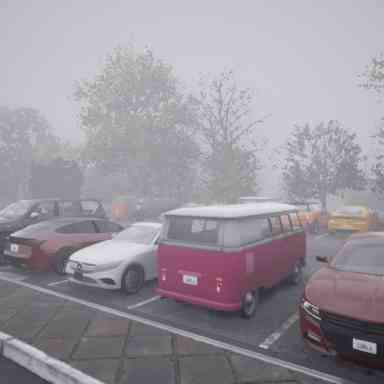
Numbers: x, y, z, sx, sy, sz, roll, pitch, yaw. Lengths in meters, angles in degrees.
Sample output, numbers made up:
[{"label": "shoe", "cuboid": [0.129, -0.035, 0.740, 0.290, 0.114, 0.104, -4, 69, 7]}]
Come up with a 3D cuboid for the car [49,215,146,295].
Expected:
[{"label": "car", "cuboid": [-1.091, 1.533, 9.057, 2.002, 1.452, 4.674, 0, 0, 36]}]

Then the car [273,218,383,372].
[{"label": "car", "cuboid": [3.423, 1.486, 5.823, 2.097, 1.535, 5.008, 0, 0, 36]}]

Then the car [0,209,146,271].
[{"label": "car", "cuboid": [-3.330, 1.527, 10.696, 2.163, 1.488, 4.792, 0, 0, 36]}]

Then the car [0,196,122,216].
[{"label": "car", "cuboid": [-5.620, 1.249, 12.268, 2.435, 2.045, 5.566, 0, 0, 36]}]

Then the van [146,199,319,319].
[{"label": "van", "cuboid": [1.232, 1.264, 7.532, 1.878, 1.987, 4.442, 0, 0, 36]}]

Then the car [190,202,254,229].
[{"label": "car", "cuboid": [2.187, 1.501, 22.792, 2.231, 1.521, 4.892, 0, 0, 36]}]

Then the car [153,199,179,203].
[{"label": "car", "cuboid": [-0.166, 1.503, 24.259, 1.946, 1.575, 5.366, 0, 0, 36]}]

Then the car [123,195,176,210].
[{"label": "car", "cuboid": [-2.292, 1.264, 26.047, 2.435, 2.045, 5.566, -1, 0, 36]}]

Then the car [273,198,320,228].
[{"label": "car", "cuboid": [6.674, 1.367, 19.542, 2.185, 1.767, 4.553, 0, 0, 36]}]

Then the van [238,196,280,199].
[{"label": "van", "cuboid": [4.510, 1.271, 21.277, 1.878, 1.987, 4.442, 0, 0, 36]}]

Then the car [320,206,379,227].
[{"label": "car", "cuboid": [8.839, 1.489, 18.021, 2.097, 1.535, 5.008, 0, 0, 36]}]
